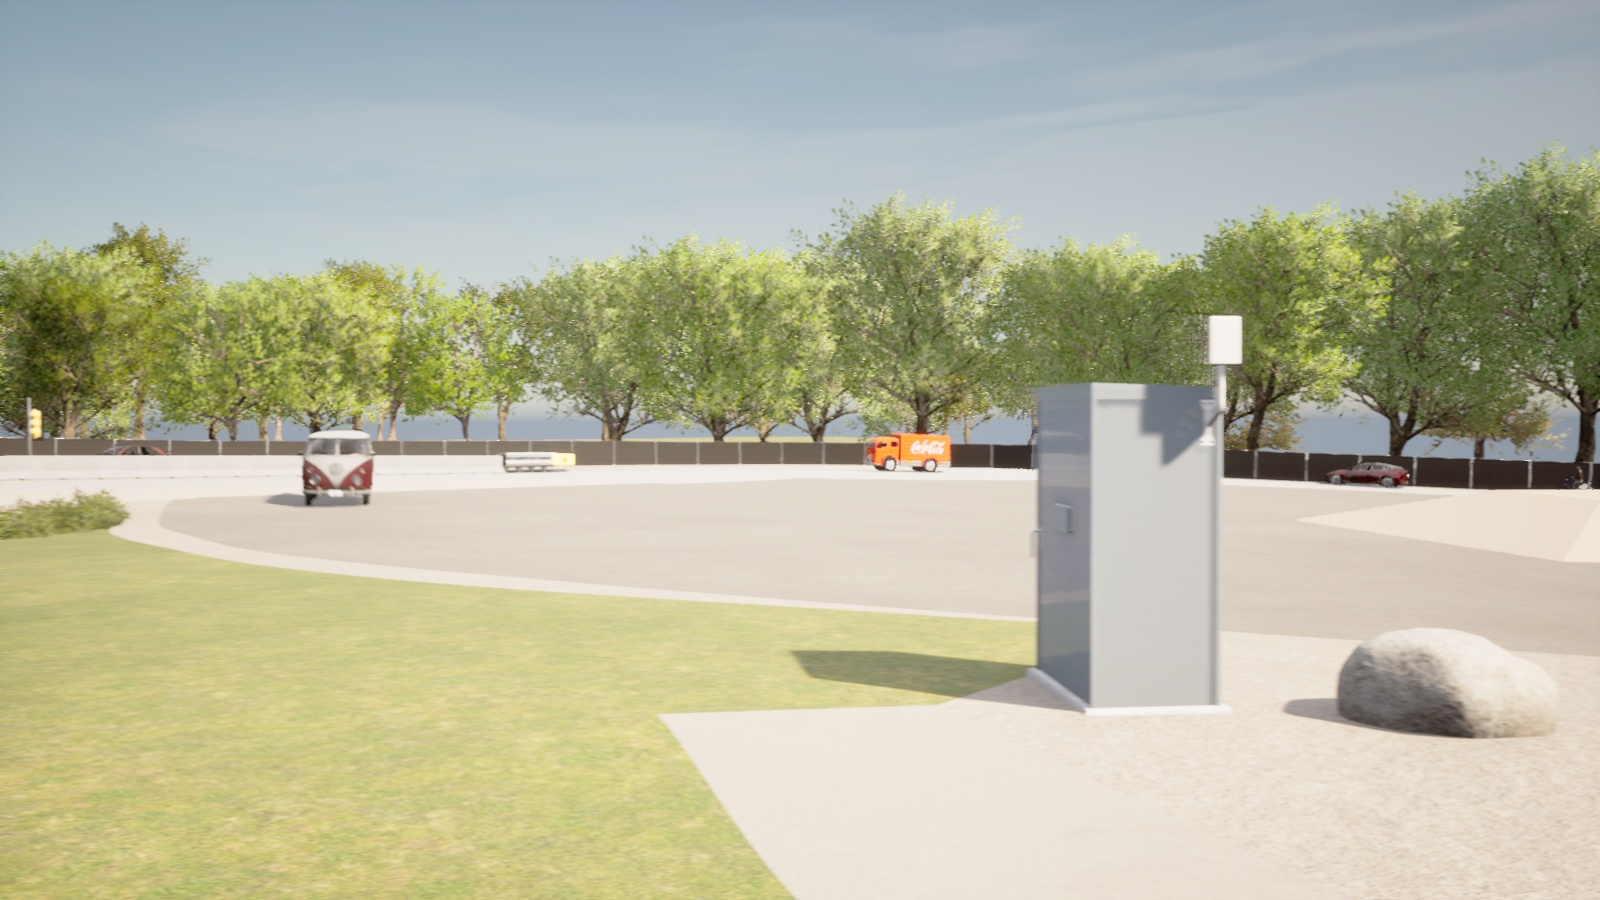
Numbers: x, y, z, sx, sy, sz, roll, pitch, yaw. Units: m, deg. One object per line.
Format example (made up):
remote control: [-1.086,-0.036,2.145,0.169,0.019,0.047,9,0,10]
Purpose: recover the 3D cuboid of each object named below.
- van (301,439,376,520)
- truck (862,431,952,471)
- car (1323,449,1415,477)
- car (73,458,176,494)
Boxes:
van: [-12.640,0.744,34.589,1.775,1.987,4.442,-1,2,-18]
truck: [6.901,0.054,81.141,5.204,2.467,2.627,1,1,-15]
car: [35.150,0.766,77.677,4.792,1.488,2.163,2,3,37]
car: [-32.179,1.233,59.921,1.851,1.617,3.988,-1,0,26]
